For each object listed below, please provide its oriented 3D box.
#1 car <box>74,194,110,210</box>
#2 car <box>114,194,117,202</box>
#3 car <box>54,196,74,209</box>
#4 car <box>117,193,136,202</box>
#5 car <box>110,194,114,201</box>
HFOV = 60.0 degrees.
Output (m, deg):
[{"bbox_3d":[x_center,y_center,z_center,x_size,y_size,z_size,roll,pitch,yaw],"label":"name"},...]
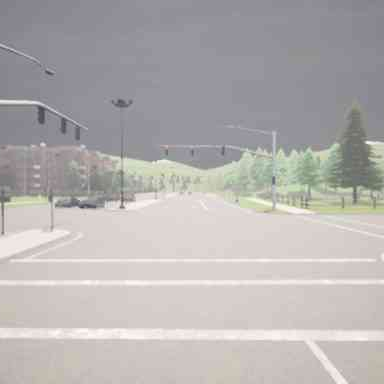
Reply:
[{"bbox_3d":[-11.663,1.273,39.177,2.033,1.411,5.357,0,0,0],"label":"car"},{"bbox_3d":[-15.122,1.097,64.438,2.033,1.411,5.357,0,0,0],"label":"car"},{"bbox_3d":[-15.172,1.241,40.543,1.812,1.442,4.674,0,1,0],"label":"car"},{"bbox_3d":[-11.637,0.925,60.821,2.097,1.767,4.553,0,1,0],"label":"car"},{"bbox_3d":[-15.081,1.106,55.128,2.128,1.511,4.902,0,0,1],"label":"car"}]
